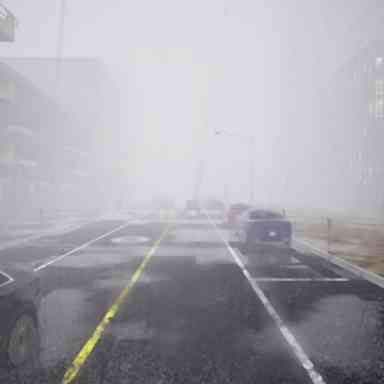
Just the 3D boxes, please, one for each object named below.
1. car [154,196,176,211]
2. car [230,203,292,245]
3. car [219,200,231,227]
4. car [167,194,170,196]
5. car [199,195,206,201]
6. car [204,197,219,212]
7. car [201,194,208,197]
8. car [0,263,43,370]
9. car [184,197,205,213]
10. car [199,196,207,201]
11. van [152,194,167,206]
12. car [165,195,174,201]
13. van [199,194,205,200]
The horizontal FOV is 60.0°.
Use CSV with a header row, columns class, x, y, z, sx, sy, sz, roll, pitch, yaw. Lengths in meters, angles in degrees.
class,x,y,z,sx,sy,sz,roll,pitch,yaw
car,-3.063,1.554,40.636,1.994,1.385,4.181,0,0,0
car,3.148,1.469,15.476,1.882,1.535,5.008,0,0,0
car,3.152,1.467,22.476,1.882,1.535,5.008,0,0,0
car,-5.654,1.544,60.802,1.887,1.381,4.507,0,0,0
car,2.742,1.568,88.411,1.887,1.381,4.507,0,0,0
car,2.715,1.555,38.705,1.947,1.339,4.313,0,0,0
car,2.722,1.433,49.751,1.967,1.590,4.097,0,0,0
car,-3.088,1.491,2.897,2.128,1.511,4.902,0,0,0
car,0.066,1.535,36.563,2.033,1.411,5.357,0,0,0
car,2.739,1.582,82.888,1.947,1.339,4.313,0,0,0
van,-5.656,1.337,55.280,1.690,1.788,3.998,0,0,0
car,-5.642,1.567,82.893,2.008,1.369,4.403,0,0,0
van,2.746,1.372,93.934,1.690,1.788,3.998,0,0,0
